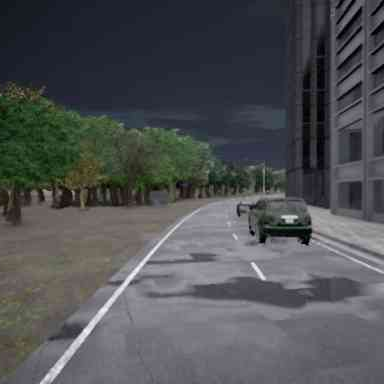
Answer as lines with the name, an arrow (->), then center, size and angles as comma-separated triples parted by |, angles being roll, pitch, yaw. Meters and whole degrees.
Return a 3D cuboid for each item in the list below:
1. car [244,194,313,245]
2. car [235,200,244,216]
car -> 4.044, 1.252, 16.018 | 2.150, 2.045, 5.566 | 0, 0, 3
car -> 5.273, 1.516, 32.396 | 2.128, 1.511, 4.902 | 0, 0, 6
